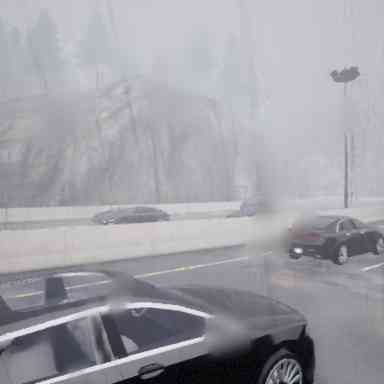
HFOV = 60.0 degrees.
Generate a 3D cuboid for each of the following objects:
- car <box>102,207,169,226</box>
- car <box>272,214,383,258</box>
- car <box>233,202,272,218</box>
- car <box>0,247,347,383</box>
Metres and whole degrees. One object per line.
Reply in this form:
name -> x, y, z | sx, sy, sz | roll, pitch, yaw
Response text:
car -> -3.811, 1.750, 23.170 | 4.892, 1.490, 1.837 | 1, -1, -39
car -> 5.216, 1.592, 12.022 | 4.892, 1.490, 1.837 | 0, 0, -39
car -> 5.005, 1.766, 25.966 | 5.357, 1.411, 2.033 | 0, -1, -41
car -> -0.840, 1.529, 3.064 | 4.902, 1.511, 2.128 | 0, 0, -36
